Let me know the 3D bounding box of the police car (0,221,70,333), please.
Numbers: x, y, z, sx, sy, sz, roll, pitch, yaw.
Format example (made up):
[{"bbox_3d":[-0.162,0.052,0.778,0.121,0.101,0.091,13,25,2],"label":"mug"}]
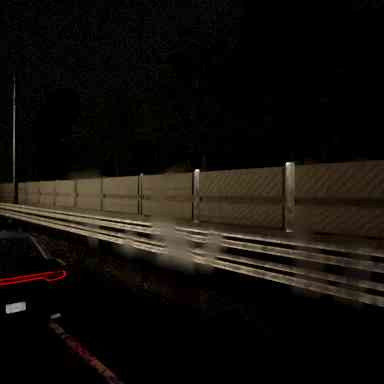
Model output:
[{"bbox_3d":[-4.161,1.425,6.662,1.930,1.638,5.238,0,0,-41],"label":"police car"}]
